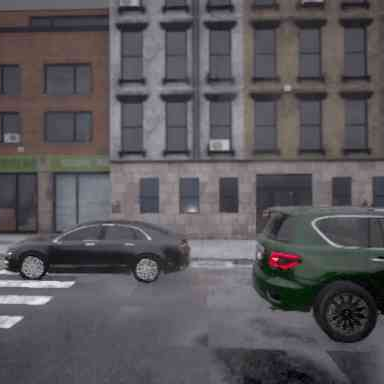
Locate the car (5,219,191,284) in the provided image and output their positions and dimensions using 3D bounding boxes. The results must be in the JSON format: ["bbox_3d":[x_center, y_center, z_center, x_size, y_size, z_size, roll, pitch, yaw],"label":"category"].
[{"bbox_3d":[-2.469,1.517,9.134,4.892,1.490,1.837,1,-1,1],"label":"car"}]

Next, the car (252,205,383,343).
[{"bbox_3d":[3.910,1.299,6.025,5.566,2.045,2.150,1,-1,1],"label":"car"}]
